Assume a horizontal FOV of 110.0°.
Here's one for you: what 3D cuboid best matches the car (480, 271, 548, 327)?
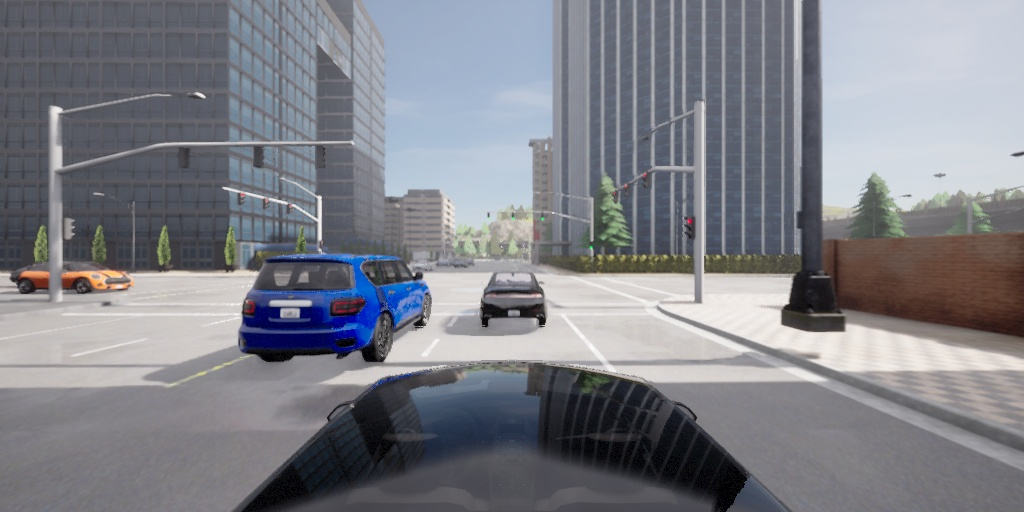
[{"bbox_3d":[0.029,1.231,11.471,2.128,1.511,4.902,0,0,-1],"label":"car"}]

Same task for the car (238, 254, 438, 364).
[{"bbox_3d":[-3.439,0.966,8.236,2.150,2.045,5.566,0,0,0],"label":"car"}]

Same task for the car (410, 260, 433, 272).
[{"bbox_3d":[-11.311,1.228,45.100,1.812,1.442,4.674,0,0,-1],"label":"car"}]

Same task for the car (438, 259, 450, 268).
[{"bbox_3d":[-11.606,1.210,60.597,1.812,1.442,4.674,0,0,0],"label":"car"}]

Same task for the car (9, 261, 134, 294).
[{"bbox_3d":[-23.665,1.082,19.605,4.553,1.767,2.097,0,0,1],"label":"car"}]

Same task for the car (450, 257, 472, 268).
[{"bbox_3d":[-8.065,1.236,57.202,2.033,1.411,5.357,0,0,-1],"label":"car"}]
